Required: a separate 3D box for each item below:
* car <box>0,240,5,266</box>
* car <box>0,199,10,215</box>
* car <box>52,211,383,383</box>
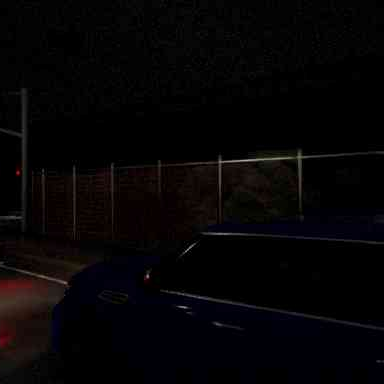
[{"bbox_3d":[-7.061,1.492,9.027,4.902,1.511,2.128,0,0,33],"label":"car"},{"bbox_3d":[-20.160,1.407,31.891,2.097,1.767,4.553,0,0,37],"label":"car"},{"bbox_3d":[0.953,1.221,3.310,5.566,2.045,2.150,0,0,35],"label":"car"}]
